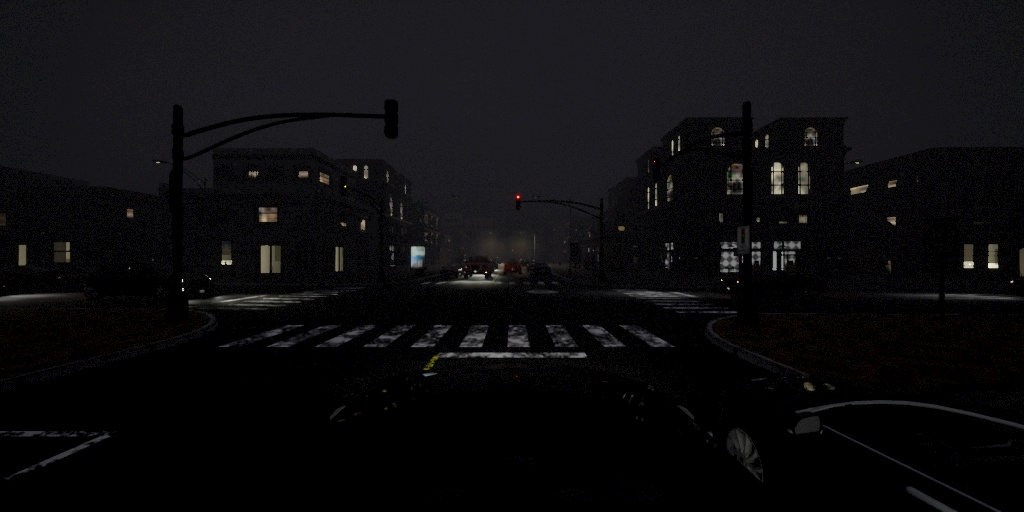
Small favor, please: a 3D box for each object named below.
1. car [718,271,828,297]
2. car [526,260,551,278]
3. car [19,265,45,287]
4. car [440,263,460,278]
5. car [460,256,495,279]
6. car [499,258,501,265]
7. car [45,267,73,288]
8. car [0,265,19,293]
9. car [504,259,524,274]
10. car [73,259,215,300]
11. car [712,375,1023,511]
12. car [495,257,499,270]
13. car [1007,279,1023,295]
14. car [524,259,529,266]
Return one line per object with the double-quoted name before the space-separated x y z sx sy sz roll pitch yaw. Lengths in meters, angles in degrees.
"car" 13.798 1.432 19.183 4.718 1.301 1.895 0 0 1
"car" 2.684 1.318 33.984 1.948 1.339 4.313 0 0 0
"car" -30.824 1.228 22.455 4.207 1.307 1.802 0 0 1
"car" -5.696 1.335 33.995 1.802 1.307 4.207 0 0 0
"car" -3.118 0.974 33.533 2.150 2.045 5.566 0 0 1
"car" -3.102 1.320 53.644 1.994 1.385 4.181 0 0 0
"car" -25.458 1.195 22.373 4.829 1.417 1.751 0 0 1
"car" -26.662 1.137 16.604 4.892 1.490 1.837 0 0 1
"car" 0.077 1.231 41.134 1.882 1.535 5.008 0 0 0
"car" -16.484 1.028 16.481 4.553 1.767 2.097 0 0 0
"car" 2.691 1.300 1.594 2.007 1.370 4.403 0 0 0
"car" -3.102 1.245 43.594 2.128 1.511 4.902 0 0 1
"car" 29.603 1.510 18.947 4.718 1.301 1.895 0 0 1
"car" 2.682 1.336 45.026 1.802 1.307 4.207 0 0 0
